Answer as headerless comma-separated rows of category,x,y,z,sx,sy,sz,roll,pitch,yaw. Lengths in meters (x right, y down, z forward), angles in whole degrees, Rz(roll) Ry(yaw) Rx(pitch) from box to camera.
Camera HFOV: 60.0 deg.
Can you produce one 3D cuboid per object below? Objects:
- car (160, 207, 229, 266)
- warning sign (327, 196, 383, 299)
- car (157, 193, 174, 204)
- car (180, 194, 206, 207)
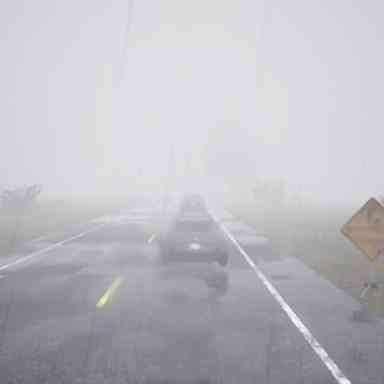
car,0.076,1.401,10.937,1.994,1.385,4.181,0,1,0
warning sign,3.549,1.016,6.584,1.300,1.860,1.060,0,1,0
car,-3.576,0.853,45.310,1.837,1.490,4.892,0,1,0
car,0.088,0.938,28.425,2.097,1.767,4.553,0,1,0
